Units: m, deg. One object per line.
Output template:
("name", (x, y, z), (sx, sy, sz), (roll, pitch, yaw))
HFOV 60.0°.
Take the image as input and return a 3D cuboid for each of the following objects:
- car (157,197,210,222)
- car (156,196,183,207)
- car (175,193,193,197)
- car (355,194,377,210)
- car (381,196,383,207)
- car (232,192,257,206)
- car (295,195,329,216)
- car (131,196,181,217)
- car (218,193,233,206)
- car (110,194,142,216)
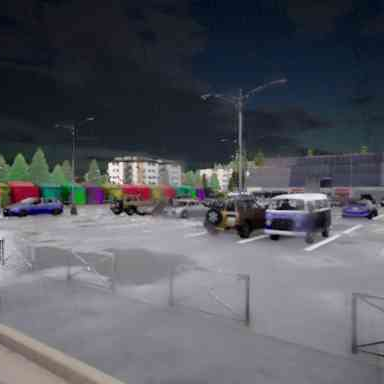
("car", (-0.620, 1.392, 26.800), (1.970, 1.475, 3.806), (0, 0, 36))
("car", (-3.119, 1.307, 47.239), (1.784, 1.438, 3.905), (0, 0, 36))
("car", (-0.812, 1.108, 45.486), (1.932, 1.855, 4.605), (0, 0, 36))
("car", (25.366, 1.192, 48.185), (1.905, 1.878, 3.866), (0, 0, 36))
("car", (27.676, 1.201, 46.441), (1.932, 1.855, 4.605), (0, 0, 36))
("car", (9.460, 1.114, 59.679), (1.905, 1.878, 3.866), (0, 0, 36))
("car", (12.917, 1.417, 35.636), (1.970, 1.475, 3.806), (0, 0, 36))
("car", (-2.963, 1.349, 28.501), (1.784, 1.438, 3.905), (0, 0, 36))
("car", (7.123, 1.342, 61.389), (1.970, 1.475, 3.806), (0, 0, 36))
("car", (-5.164, 1.128, 30.036), (1.932, 1.855, 4.605), (0, 0, 36))
